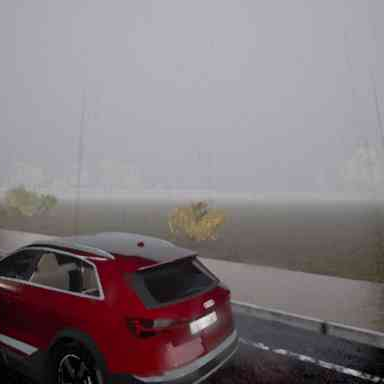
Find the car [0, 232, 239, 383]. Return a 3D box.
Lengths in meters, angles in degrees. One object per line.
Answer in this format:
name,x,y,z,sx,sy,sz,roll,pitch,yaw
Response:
car,-1.709,1.411,4.780,4.856,1.649,2.033,0,0,35
